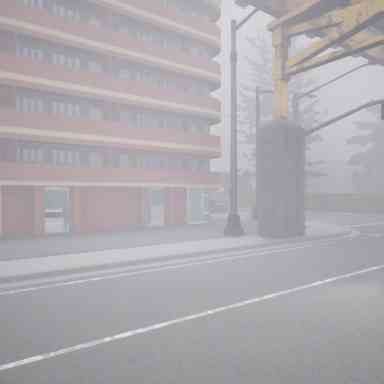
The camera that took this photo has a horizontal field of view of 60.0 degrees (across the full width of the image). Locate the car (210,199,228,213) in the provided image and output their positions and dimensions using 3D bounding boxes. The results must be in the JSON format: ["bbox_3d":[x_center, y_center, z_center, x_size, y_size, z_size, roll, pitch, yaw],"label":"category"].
[{"bbox_3d":[1.972,1.526,36.878,1.812,1.442,4.674,0,0,-35],"label":"car"}]

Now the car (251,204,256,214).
[{"bbox_3d":[7.367,1.478,29.209,1.882,1.535,5.008,0,0,-35],"label":"car"}]
